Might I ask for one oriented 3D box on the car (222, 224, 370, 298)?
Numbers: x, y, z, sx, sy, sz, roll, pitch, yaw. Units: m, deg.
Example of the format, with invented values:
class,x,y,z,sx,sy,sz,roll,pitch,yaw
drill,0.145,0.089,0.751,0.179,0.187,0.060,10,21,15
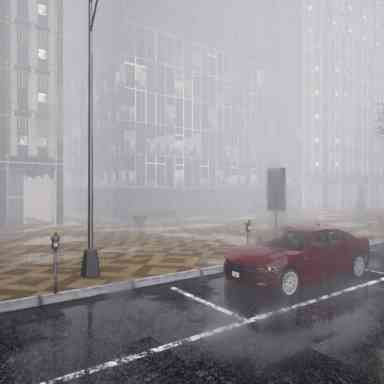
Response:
class,x,y,z,sx,sy,sz,roll,pitch,yaw
car,2.783,1.545,8.523,4.507,1.381,1.887,0,0,-35
